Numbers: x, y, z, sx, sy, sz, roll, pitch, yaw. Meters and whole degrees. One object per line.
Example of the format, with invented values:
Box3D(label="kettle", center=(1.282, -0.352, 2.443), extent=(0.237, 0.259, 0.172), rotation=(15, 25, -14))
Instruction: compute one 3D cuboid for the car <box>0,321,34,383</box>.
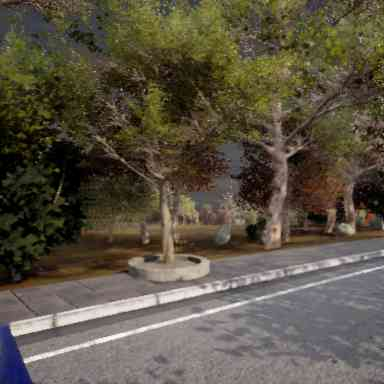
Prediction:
Box3D(label="car", center=(-3.368, 1.596, 1.583), extent=(4.718, 1.301, 1.895), rotation=(0, 0, -36))
